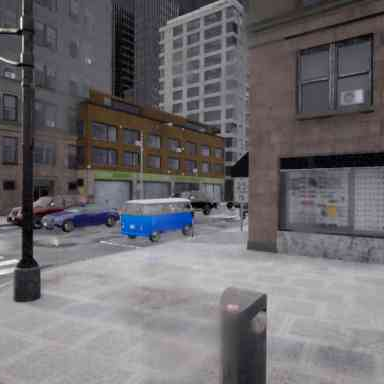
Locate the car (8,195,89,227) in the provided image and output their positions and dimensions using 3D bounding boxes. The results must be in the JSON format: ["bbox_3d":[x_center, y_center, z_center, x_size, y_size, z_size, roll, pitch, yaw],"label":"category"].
[{"bbox_3d":[-8.399,1.123,20.372,2.192,1.841,5.009,1,1,35],"label":"car"}]

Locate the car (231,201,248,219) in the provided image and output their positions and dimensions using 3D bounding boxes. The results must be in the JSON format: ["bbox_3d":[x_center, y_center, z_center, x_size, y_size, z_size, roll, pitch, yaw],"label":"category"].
[{"bbox_3d":[5.036,1.280,24.614,2.008,1.369,4.403,1,1,35],"label":"car"}]

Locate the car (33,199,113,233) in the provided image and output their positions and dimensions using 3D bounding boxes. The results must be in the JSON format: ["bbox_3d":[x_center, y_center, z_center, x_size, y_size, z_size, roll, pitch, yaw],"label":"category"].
[{"bbox_3d":[-6.177,1.351,18.926,1.812,1.442,4.674,0,1,35],"label":"car"}]

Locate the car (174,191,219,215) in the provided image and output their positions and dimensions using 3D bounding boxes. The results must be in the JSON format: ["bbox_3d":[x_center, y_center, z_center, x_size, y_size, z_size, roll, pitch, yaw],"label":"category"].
[{"bbox_3d":[-0.405,0.924,27.082,2.150,2.045,5.566,0,1,35],"label":"car"}]

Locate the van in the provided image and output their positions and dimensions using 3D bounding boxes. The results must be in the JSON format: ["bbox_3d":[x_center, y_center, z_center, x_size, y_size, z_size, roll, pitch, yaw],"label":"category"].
[{"bbox_3d":[-1.439,1.208,15.451,1.690,1.788,3.998,1,1,35],"label":"van"}]

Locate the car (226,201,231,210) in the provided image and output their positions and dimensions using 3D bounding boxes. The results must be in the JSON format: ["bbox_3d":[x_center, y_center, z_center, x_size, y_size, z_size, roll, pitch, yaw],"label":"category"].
[{"bbox_3d":[5.458,1.178,35.369,1.895,1.301,4.718,1,1,36],"label":"car"}]
